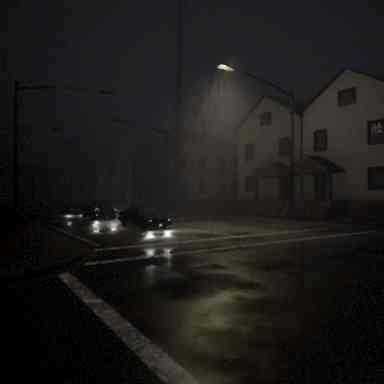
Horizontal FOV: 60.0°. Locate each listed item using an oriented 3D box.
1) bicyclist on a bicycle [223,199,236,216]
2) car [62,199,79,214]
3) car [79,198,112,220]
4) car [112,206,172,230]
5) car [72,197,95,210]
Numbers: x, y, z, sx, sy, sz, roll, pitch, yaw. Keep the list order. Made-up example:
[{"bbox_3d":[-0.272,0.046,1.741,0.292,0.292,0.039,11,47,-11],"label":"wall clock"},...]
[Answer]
[{"bbox_3d":[3.635,1.482,32.230,1.656,1.620,0.582,0,0,-33],"label":"bicyclist on a bicycle"},{"bbox_3d":[-14.013,1.803,39.123,1.812,1.442,4.674,0,0,-33],"label":"car"},{"bbox_3d":[-8.597,1.563,30.849,2.097,1.767,4.553,0,0,-33],"label":"car"},{"bbox_3d":[-3.402,1.695,22.936,2.033,1.411,5.357,0,0,-33],"label":"car"},{"bbox_3d":[-16.012,1.692,48.874,2.097,1.767,4.553,0,0,-33],"label":"car"}]
